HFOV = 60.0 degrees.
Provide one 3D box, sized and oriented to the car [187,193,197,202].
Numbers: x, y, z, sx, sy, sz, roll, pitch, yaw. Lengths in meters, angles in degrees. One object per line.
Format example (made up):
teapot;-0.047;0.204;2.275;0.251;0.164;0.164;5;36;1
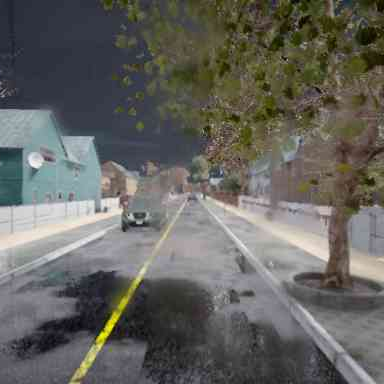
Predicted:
car;0.005;1.147;72.252;2.097;1.767;4.553;0;0;0

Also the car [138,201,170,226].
car;-2.765;1.494;24.888;1.812;1.442;4.674;0;2;0

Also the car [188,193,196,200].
car;0.007;1.102;82.183;1.837;1.490;4.892;0;0;0

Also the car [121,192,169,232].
car;-2.741;1.108;20.115;2.150;2.045;5.566;0;3;0
